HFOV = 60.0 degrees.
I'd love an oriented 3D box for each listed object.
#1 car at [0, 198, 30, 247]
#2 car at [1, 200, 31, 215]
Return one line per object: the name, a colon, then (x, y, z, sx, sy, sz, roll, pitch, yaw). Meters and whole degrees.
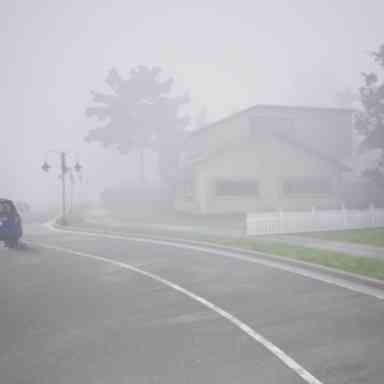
car: (-9.319, 1.297, 14.213, 5.566, 2.045, 2.150, -1, 0, 40)
car: (-19.606, 1.686, 37.213, 1.994, 1.385, 4.181, -1, 0, -15)
